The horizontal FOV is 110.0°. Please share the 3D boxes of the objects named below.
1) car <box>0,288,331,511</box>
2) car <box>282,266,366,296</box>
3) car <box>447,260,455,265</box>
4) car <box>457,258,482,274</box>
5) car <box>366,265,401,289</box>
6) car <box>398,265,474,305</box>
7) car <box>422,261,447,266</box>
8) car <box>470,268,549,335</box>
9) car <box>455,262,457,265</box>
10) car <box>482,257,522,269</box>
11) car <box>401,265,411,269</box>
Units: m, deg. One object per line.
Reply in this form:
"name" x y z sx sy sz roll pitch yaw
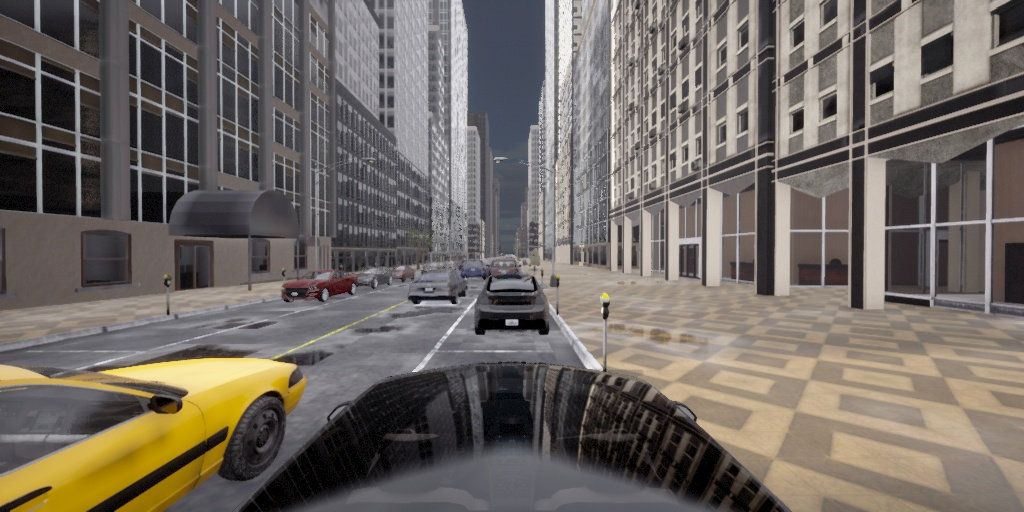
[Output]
"car" -3.146 1.206 1.693 1.801 1.575 5.366 0 0 0
"car" -8.837 1.292 16.839 1.888 1.381 4.507 0 0 0
"car" -8.837 1.290 50.940 2.007 1.370 4.403 0 0 0
"car" -3.146 1.111 31.067 2.097 1.767 4.553 0 0 0
"car" -8.838 1.296 22.523 2.007 1.370 4.403 0 0 0
"car" -3.146 1.311 16.097 2.033 1.411 5.357 0 0 0
"car" -8.837 1.293 39.574 2.007 1.370 4.403 0 0 0
"car" -0.001 1.252 10.501 1.837 1.490 4.892 0 0 0
"car" -6.146 1.302 49.098 1.837 1.490 4.892 0 0 0
"car" -0.457 1.060 22.523 2.192 1.841 5.009 0 0 0
"car" -8.837 1.327 28.206 1.802 1.307 4.207 0 0 0
